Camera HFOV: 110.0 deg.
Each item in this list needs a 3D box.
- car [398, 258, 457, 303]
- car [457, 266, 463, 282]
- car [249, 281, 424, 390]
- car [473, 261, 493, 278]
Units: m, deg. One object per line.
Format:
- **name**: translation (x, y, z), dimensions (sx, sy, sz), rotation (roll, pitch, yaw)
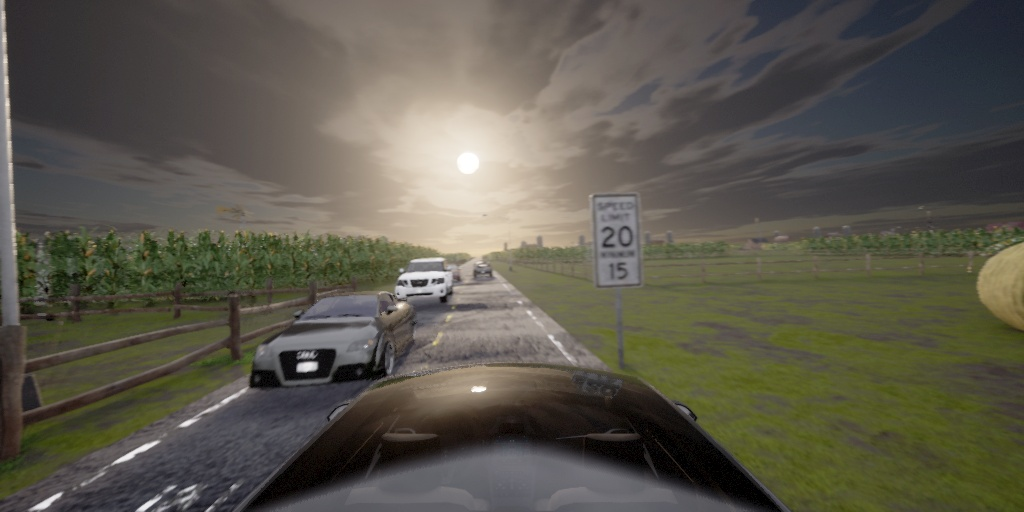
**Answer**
- **car**: translation (-4.166, 1.133, 17.873), dimensions (2.150, 2.045, 5.566), rotation (-2, 0, -5)
- **car**: translation (-5.318, 1.476, 30.861), dimensions (1.812, 1.442, 4.674), rotation (-2, 0, -5)
- **car**: translation (-3.183, 1.441, 7.229), dimensions (1.994, 1.385, 4.181), rotation (-2, 0, -5)
- **car**: translation (-2.962, 1.339, 36.697), dimensions (2.128, 1.511, 4.902), rotation (-2, 0, -5)
